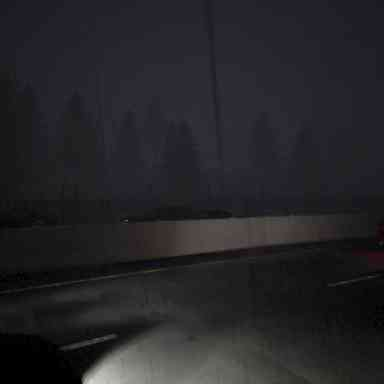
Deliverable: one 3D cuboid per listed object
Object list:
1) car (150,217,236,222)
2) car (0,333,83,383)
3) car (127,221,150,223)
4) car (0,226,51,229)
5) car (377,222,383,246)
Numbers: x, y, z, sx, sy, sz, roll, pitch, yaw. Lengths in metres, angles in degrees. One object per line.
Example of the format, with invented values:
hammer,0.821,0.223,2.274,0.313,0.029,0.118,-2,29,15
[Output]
car,0.586,1.566,16.453,4.718,1.301,1.895,0,0,-29
car,-2.639,1.551,1.731,4.181,1.385,1.994,0,0,-36
car,-1.701,1.458,19.131,4.892,1.490,1.837,0,0,-29
car,-9.997,1.532,18.161,4.718,1.301,1.895,0,0,-33
car,9.437,1.476,12.945,5.008,1.535,1.882,0,0,-26
